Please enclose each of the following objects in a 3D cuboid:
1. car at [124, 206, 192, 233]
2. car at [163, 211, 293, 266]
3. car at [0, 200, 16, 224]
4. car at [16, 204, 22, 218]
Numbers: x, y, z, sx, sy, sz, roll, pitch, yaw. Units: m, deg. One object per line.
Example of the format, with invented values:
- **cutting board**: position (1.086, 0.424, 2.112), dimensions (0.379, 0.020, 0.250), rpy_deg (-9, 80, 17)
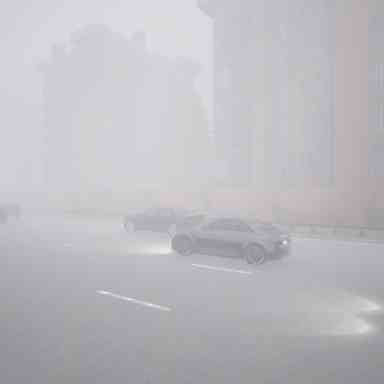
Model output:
- **car**: position (-1.529, 1.477, 17.989), dimensions (5.008, 1.535, 1.882), rpy_deg (0, 0, 36)
- **car**: position (1.318, 1.564, 11.654), dimensions (4.181, 1.385, 1.994), rpy_deg (0, 0, 36)
- **car**: position (-14.679, 1.491, 23.080), dimensions (4.902, 1.511, 2.128), rpy_deg (0, 0, 36)
- **car**: position (-16.643, 1.503, 28.783), dimensions (4.892, 1.490, 1.837), rpy_deg (-1, 0, 36)
